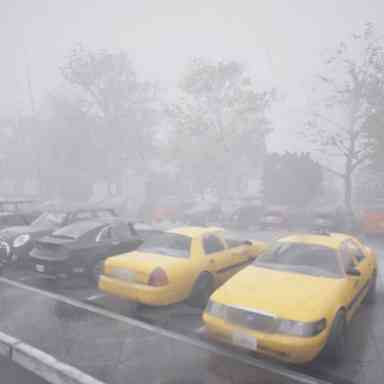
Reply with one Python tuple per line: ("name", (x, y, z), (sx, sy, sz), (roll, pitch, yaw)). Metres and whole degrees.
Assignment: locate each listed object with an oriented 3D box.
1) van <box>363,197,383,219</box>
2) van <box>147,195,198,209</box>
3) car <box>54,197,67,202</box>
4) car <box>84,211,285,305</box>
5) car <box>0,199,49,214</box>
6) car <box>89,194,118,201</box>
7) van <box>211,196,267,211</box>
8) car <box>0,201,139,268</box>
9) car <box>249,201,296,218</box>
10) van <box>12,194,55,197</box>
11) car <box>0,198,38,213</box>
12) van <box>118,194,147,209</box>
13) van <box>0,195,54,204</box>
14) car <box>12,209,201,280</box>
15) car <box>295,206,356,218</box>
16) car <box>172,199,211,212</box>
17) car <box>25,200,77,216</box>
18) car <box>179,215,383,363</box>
("van", (10.097, 1.263, 17.092), (1.878, 1.987, 4.442), (0, 0, 36))
("van", (-1.019, 1.260, 25.133), (1.878, 1.987, 4.442), (0, 0, 36))
("car", (-12.313, 1.521, 33.153), (2.097, 1.535, 5.008), (0, 0, 36))
("car", (0.287, 1.480, 8.130), (1.946, 1.575, 5.366), (0, 0, 36))
("car", (-19.043, 1.582, 38.026), (2.002, 1.452, 4.674), (0, 0, 36))
("car", (-5.593, 1.248, 28.263), (2.435, 2.045, 5.566), (0, 0, 36))
("van", (3.350, 1.248, 21.695), (1.878, 1.987, 4.442), (0, 0, 36))
("car", (-4.298, 1.354, 11.256), (2.185, 1.767, 4.553), (0, 0, 36))
("car", (5.661, 1.503, 20.193), (2.163, 1.488, 4.792), (0, 0, 36))
("van", (-16.832, 1.309, 36.573), (1.878, 1.987, 4.442), (0, 0, 36))
("car", (-21.291, 1.549, 39.648), (2.097, 1.535, 5.008), (0, 0, 36))
("van", (-3.401, 1.267, 26.568), (1.878, 1.987, 4.442), (0, 0, 36))
("van", (-8.745, 1.265, 14.579), (1.878, 1.987, 4.442), (0, 0, 36))
("car", (-2.068, 1.479, 9.597), (2.231, 1.521, 4.892), (0, 0, 36))
("car", (7.799, 1.508, 18.646), (2.163, 1.488, 4.792), (0, 0, 36))
("car", (1.160, 1.478, 23.419), (2.097, 1.535, 5.008), (0, 0, 36))
("car", (-14.653, 1.568, 34.856), (2.002, 1.452, 4.674), (0, 0, 36))
("car", (2.219, 1.491, 6.274), (1.946, 1.575, 5.366), (0, 0, 36))
